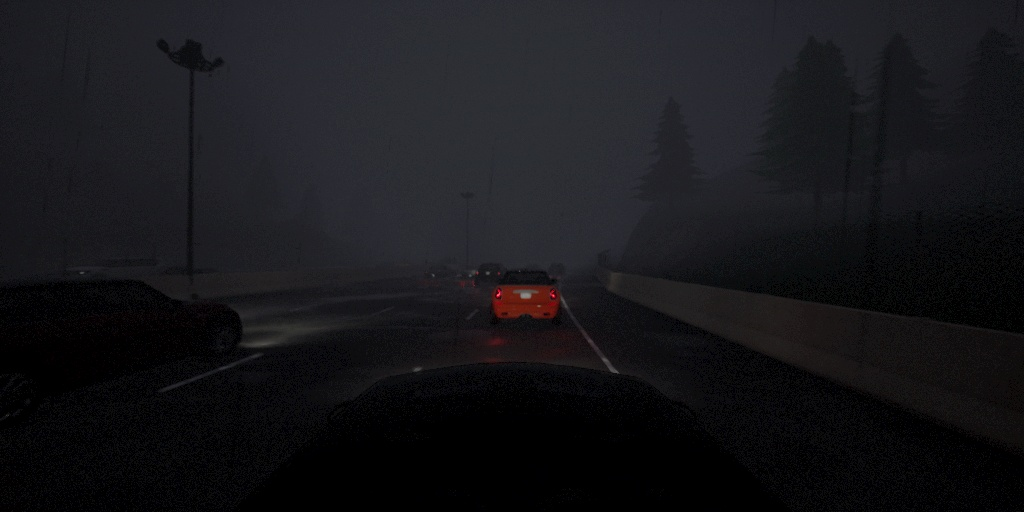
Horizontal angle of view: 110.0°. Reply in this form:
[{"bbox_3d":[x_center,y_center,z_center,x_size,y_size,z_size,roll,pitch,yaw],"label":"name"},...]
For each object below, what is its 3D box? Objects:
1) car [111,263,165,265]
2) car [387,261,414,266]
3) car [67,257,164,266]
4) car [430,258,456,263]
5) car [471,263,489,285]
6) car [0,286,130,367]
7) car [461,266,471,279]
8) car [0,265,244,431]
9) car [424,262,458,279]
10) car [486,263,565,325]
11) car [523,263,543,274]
[{"bbox_3d":[-23.245,1.382,24.129,1.812,1.442,4.674,0,0,7],"label":"car"},{"bbox_3d":[-18.935,1.638,62.357,1.882,1.535,5.008,0,0,17],"label":"car"},{"bbox_3d":[-26.757,1.071,24.325,2.150,2.045,5.566,0,-1,7],"label":"car"},{"bbox_3d":[-11.543,1.403,62.549,2.150,2.045,5.566,0,0,18],"label":"car"},{"bbox_3d":[-1.411,1.298,27.941,2.097,1.767,4.553,0,0,9],"label":"car"},{"bbox_3d":[-10.270,1.358,6.360,1.895,1.301,4.718,0,0,1],"label":"car"},{"bbox_3d":[-3.583,1.606,36.466,1.895,1.301,4.718,0,0,11],"label":"car"},{"bbox_3d":[-6.774,1.113,5.729,2.097,1.767,4.553,0,-1,1],"label":"car"},{"bbox_3d":[-7.124,1.597,36.537,1.895,1.301,4.718,0,0,11],"label":"car"},{"bbox_3d":[0.510,1.185,12.445,2.097,1.767,4.553,0,-1,3],"label":"car"},{"bbox_3d":[2.950,1.684,48.984,1.994,1.385,4.181,0,0,15],"label":"car"}]
